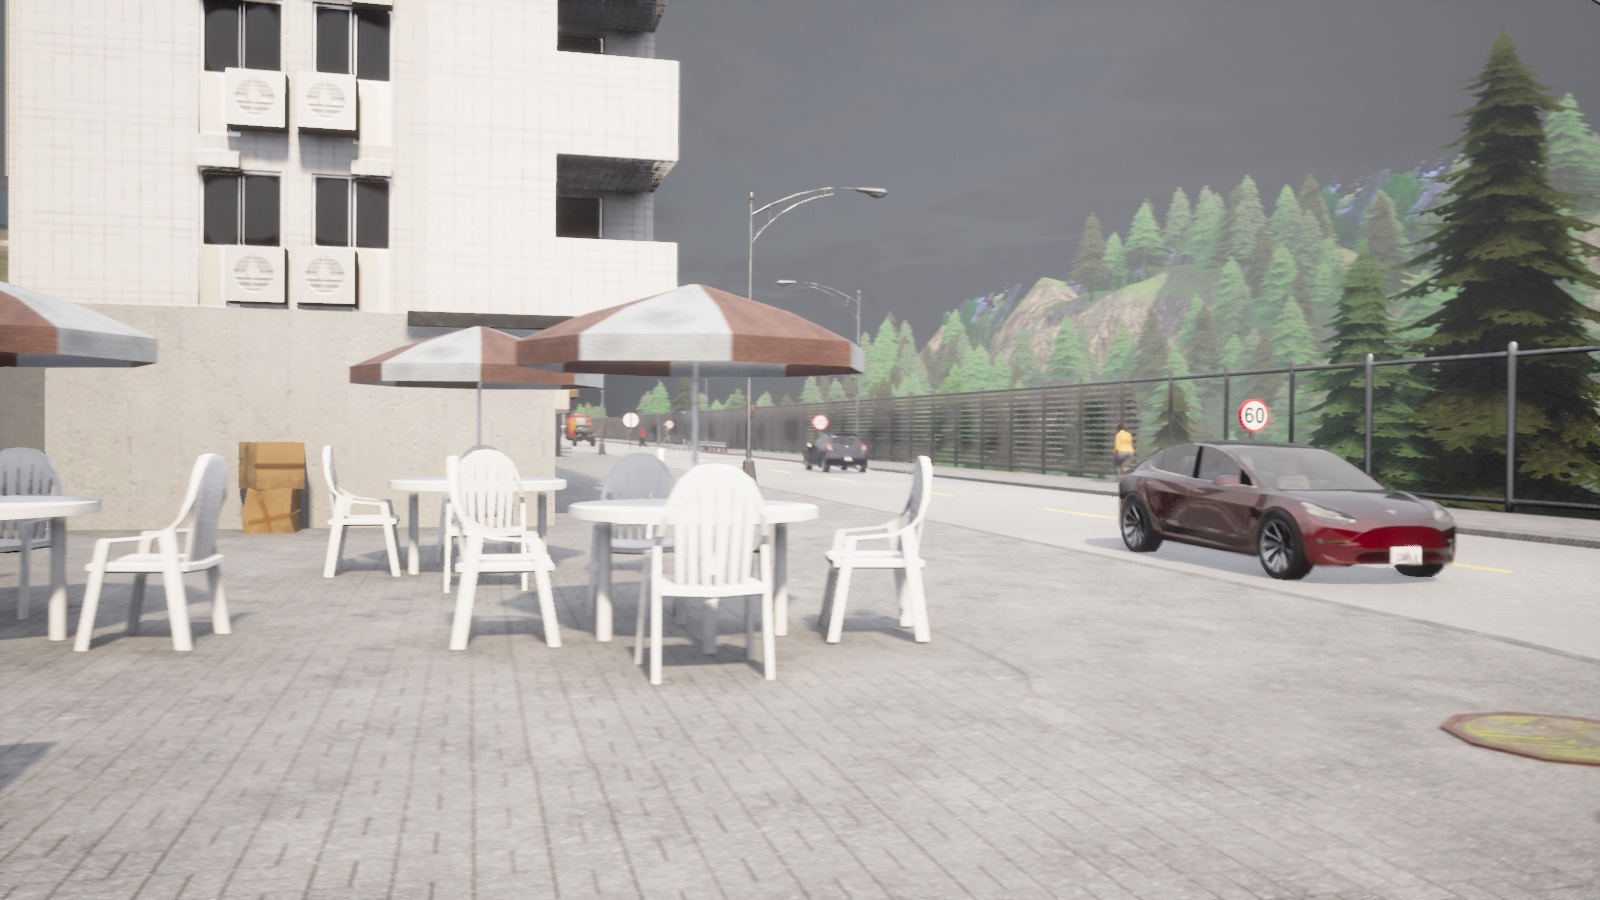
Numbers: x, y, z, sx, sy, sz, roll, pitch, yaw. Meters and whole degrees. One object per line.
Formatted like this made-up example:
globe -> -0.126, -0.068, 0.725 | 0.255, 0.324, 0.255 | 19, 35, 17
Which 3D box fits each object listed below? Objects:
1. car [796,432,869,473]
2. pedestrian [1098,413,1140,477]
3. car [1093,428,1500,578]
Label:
car -> 1.191, 0.071, 48.008 | 1.845, 1.501, 3.633 | -1, 1, -15
pedestrian -> 9.419, -0.159, 37.096 | 0.874, 1.855, 0.900 | -1, 1, -16
car -> 5.689, 0.504, 15.220 | 2.163, 1.488, 4.792 | -1, 1, -15
